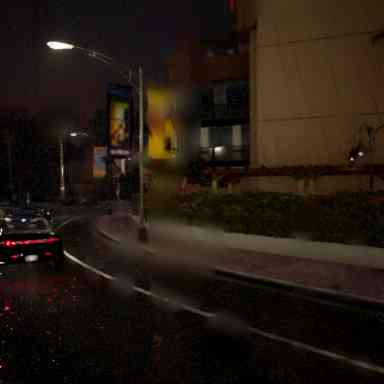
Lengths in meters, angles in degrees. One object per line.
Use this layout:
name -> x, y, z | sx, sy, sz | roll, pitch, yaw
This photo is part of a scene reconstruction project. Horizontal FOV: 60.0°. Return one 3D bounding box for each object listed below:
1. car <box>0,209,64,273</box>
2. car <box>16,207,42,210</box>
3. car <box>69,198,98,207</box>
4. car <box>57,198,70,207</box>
car -> -5.535, 1.548, 10.811 | 2.128, 1.511, 4.902 | 0, 0, -33
car -> -10.390, 1.659, 21.301 | 2.033, 1.411, 5.357 | 0, 0, -15
car -> -17.955, 1.813, 56.577 | 2.033, 1.411, 5.357 | 0, 0, 14
car -> -21.295, 1.771, 57.408 | 2.128, 1.511, 4.902 | 0, 0, 14
